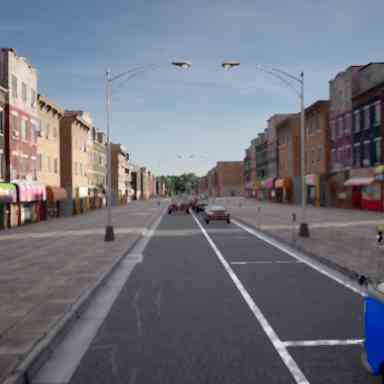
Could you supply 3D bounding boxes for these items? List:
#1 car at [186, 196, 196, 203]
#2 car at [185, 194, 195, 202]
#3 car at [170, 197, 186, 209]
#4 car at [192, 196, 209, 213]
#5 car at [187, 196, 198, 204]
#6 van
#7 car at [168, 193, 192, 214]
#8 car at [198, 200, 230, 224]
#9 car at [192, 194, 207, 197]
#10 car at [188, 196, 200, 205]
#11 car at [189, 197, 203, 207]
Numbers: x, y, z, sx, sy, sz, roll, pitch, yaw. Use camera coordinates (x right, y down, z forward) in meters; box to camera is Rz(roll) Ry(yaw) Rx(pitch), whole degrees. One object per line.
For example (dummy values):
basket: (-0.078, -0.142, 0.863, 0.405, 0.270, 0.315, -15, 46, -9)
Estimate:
car: (-0.183, 1.495, 67.449, 1.802, 1.307, 4.206, -1, 0, -2)
car: (-0.420, 1.364, 72.910, 1.967, 1.590, 4.097, -1, 0, -2)
car: (-1.883, 1.469, 46.012, 2.033, 1.411, 5.357, -1, 0, -2)
car: (1.224, 1.458, 34.676, 1.947, 1.339, 4.313, -1, 0, -2)
car: (0.043, 1.430, 62.156, 1.752, 1.417, 4.829, -1, 0, -2)
van: (2.629, 1.301, 1.904, 1.690, 1.788, 3.998, -1, 0, -2)
car: (-1.355, 1.274, 34.504, 2.097, 1.767, 4.553, -1, 0, -2)
car: (1.693, 1.487, 23.753, 1.802, 1.307, 4.206, -1, 0, -2)
car: (0.985, 1.204, 40.138, 2.192, 1.841, 5.009, -1, 0, -2)
car: (0.286, 1.463, 56.524, 1.947, 1.339, 4.313, -1, 0, -2)
car: (0.520, 1.437, 51.063, 1.887, 1.381, 4.507, -1, 0, -2)
